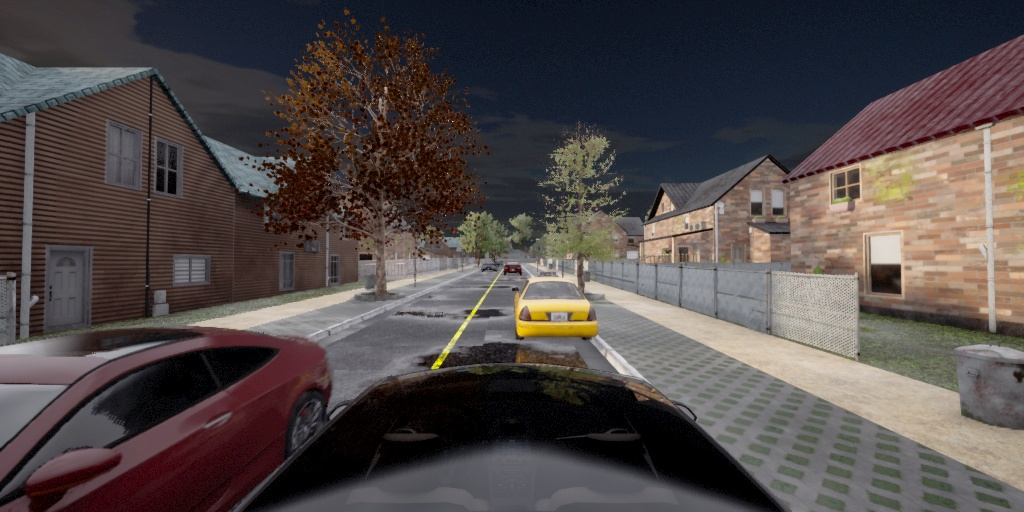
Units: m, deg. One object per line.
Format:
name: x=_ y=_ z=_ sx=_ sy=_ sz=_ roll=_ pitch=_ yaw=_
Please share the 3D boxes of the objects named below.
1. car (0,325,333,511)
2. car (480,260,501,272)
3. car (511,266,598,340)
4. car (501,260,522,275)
car: x=-2.837 y=1.276 z=2.137 sx=1.812 sy=1.442 sz=4.674 roll=0 pitch=0 yaw=0
car: x=-2.836 y=1.348 z=45.188 sx=1.994 sy=1.385 sz=4.181 roll=0 pitch=0 yaw=0
car: x=0.964 y=1.210 z=9.873 sx=1.801 sy=1.575 sz=5.366 roll=0 pitch=0 yaw=0
car: x=0.089 y=1.254 z=38.814 sx=1.882 sy=1.535 sz=5.008 roll=0 pitch=0 yaw=0
